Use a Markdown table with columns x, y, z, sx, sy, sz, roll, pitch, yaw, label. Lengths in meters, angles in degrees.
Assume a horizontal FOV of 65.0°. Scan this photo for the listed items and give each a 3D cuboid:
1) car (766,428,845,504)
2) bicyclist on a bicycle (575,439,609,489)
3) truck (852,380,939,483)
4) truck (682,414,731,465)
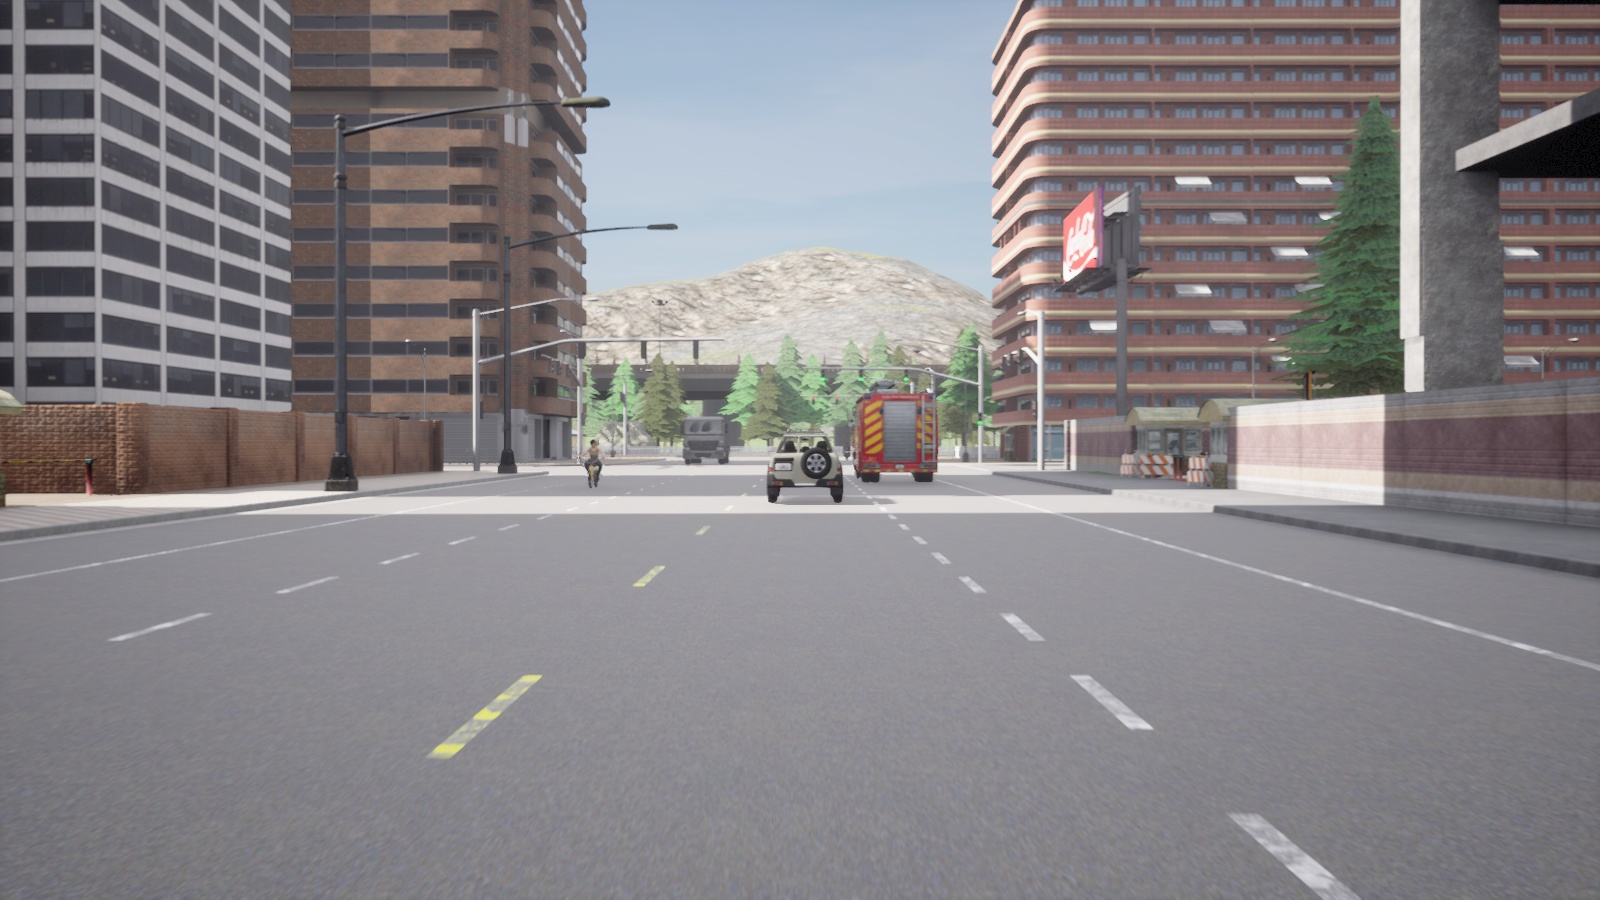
| x | y | z | sx | sy | sz | roll | pitch | yaw | label |
| --- | --- | --- | --- | --- | --- | --- | --- | --- | --- |
| 0.145 | 0.378 | 32.796 | 1.932 | 1.855 | 4.605 | 0 | 0 | 0 | car |
| -6.811 | 0.446 | 41.169 | 0.866 | 1.612 | 1.509 | 0 | 0 | 1 | bicyclist on a bicycle |
| 3.726 | -0.701 | 50.737 | 2.891 | 3.827 | 8.468 | 0 | 0 | 0 | truck |
| -6.602 | -0.748 | 90.123 | 2.891 | 3.462 | 7.936 | 0 | 0 | 0 | truck |
